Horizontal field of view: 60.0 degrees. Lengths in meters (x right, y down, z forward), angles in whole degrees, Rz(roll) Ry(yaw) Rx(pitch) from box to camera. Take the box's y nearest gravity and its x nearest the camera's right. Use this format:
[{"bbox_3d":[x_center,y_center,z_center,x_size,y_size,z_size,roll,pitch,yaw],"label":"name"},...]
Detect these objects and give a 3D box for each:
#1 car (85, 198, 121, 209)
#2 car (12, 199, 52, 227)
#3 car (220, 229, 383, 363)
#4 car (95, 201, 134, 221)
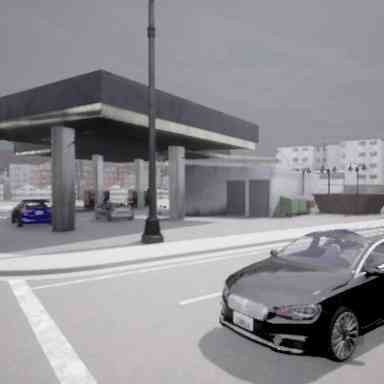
[{"bbox_3d":[-11.862,1.532,44.535,1.895,1.301,4.718,0,0,29],"label":"car"},{"bbox_3d":[-10.245,1.285,21.471,2.242,1.667,4.611,0,0,-34],"label":"car"},{"bbox_3d":[2.679,1.462,5.916,4.902,1.511,2.128,0,0,-36],"label":"car"},{"bbox_3d":[-5.956,1.413,25.370,1.970,1.475,3.806,0,0,-34],"label":"car"}]
